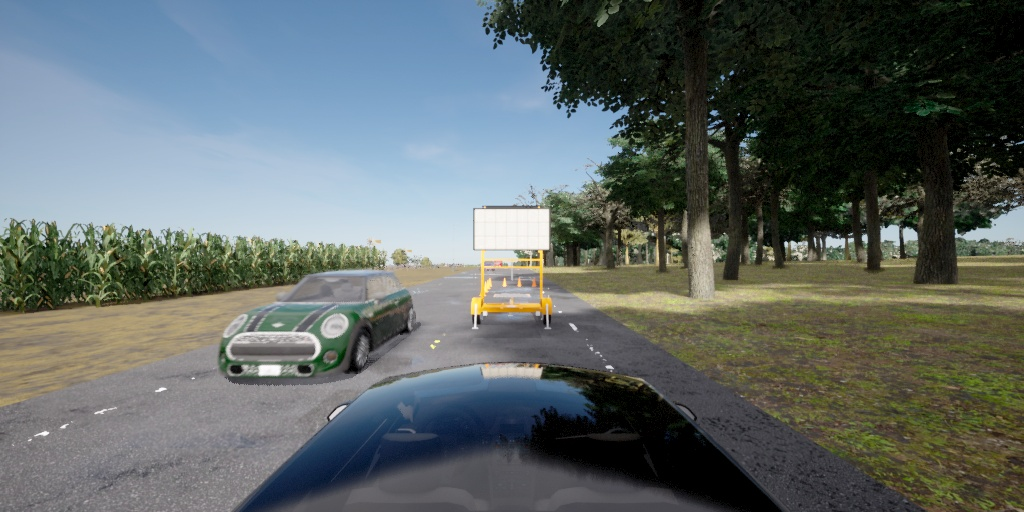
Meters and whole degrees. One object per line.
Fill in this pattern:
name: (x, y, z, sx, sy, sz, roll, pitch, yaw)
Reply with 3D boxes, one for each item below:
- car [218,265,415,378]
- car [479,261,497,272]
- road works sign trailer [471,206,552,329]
car: (-3.602, 1.110, 7.572, 2.097, 1.767, 4.553, 0, 0, 0)
car: (-3.613, 1.339, 51.761, 2.097, 1.767, 4.553, 0, -1, 0)
road works sign trailer: (-0.002, 0.230, 11.294, 2.380, 3.560, 2.880, 0, 0, 1)
